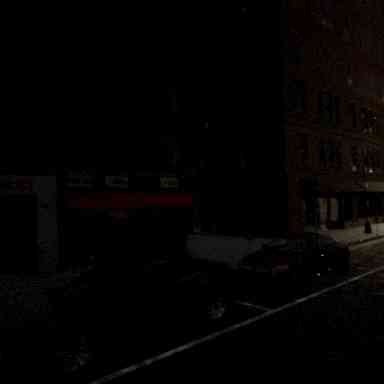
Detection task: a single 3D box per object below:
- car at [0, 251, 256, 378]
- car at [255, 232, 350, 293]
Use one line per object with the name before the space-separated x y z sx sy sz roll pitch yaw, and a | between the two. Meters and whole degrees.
car | -1.037 1.848 6.076 4.313 1.339 1.947 0 -3 -41
car | 3.103 1.860 9.699 4.206 1.307 1.802 0 -3 -41
